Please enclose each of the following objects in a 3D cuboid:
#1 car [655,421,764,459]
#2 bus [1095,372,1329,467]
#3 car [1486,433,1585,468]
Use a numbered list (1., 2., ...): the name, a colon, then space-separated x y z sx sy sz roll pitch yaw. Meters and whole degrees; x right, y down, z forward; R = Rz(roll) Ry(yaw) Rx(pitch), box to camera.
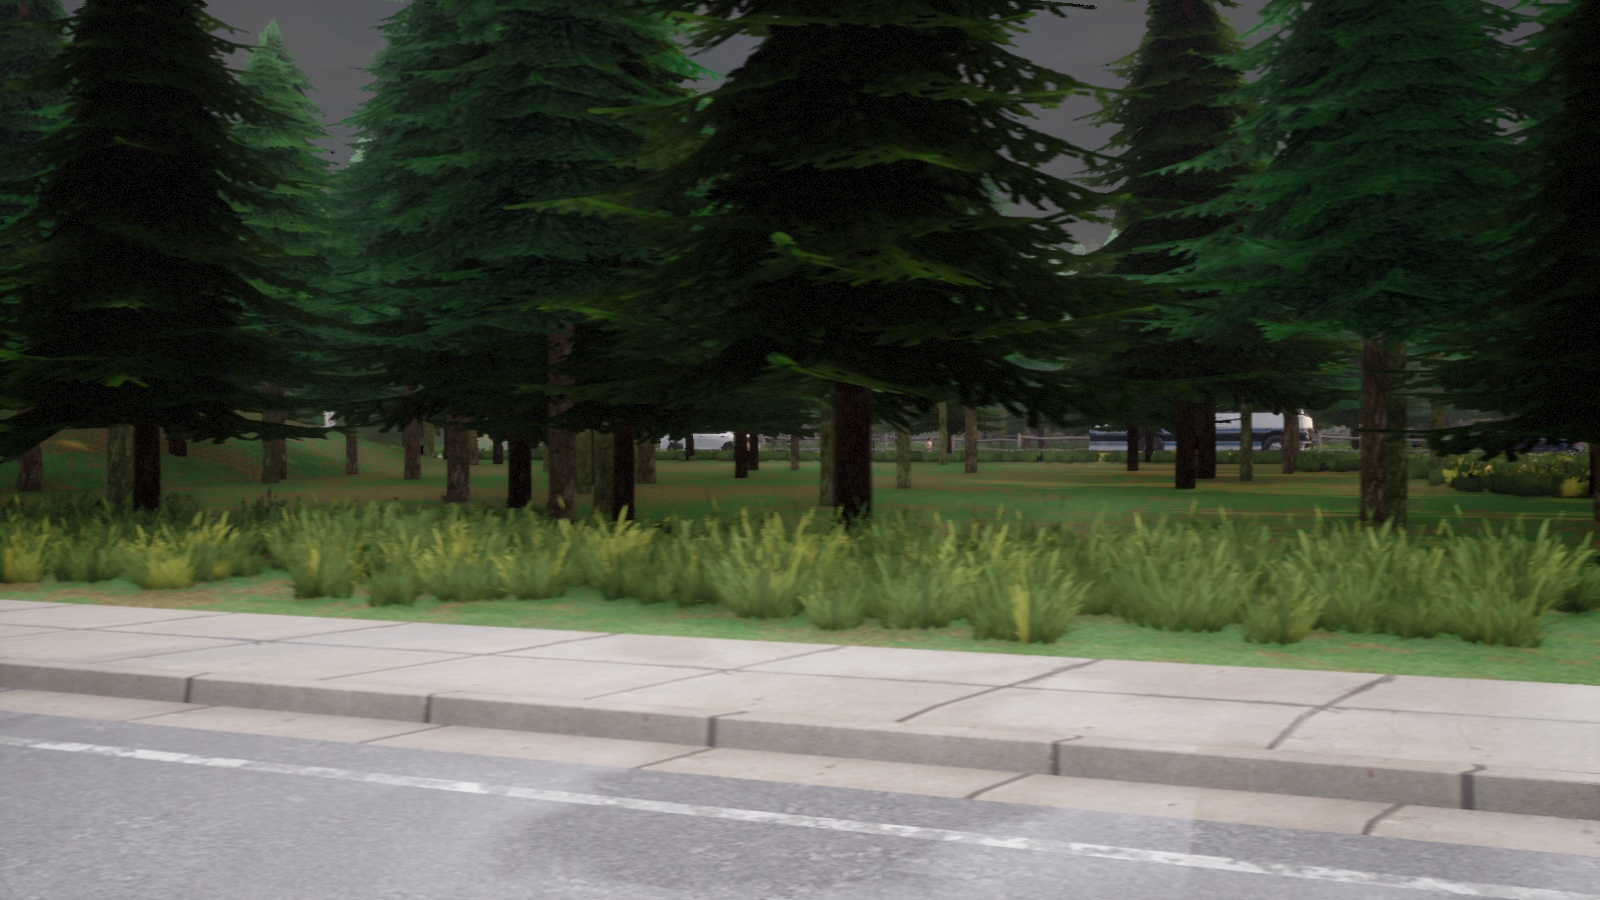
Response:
1. car: -4.981 -0.583 69.133 5.566 2.045 2.150 1 1 21
2. bus: 19.607 -1.438 59.846 10.273 4.253 3.944 0 1 22
3. car: 33.841 0.001 57.896 3.705 1.549 1.789 1 1 22
